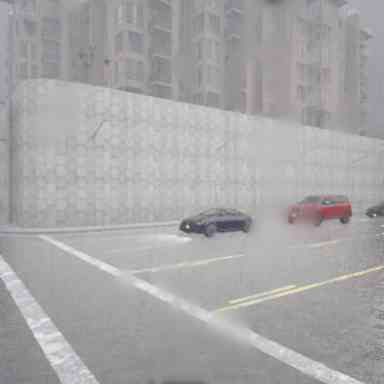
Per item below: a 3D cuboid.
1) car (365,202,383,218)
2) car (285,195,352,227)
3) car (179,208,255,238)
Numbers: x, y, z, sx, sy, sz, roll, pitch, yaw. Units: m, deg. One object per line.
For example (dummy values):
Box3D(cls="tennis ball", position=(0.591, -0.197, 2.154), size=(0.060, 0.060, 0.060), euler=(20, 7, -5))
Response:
Box3D(cls="car", position=(17.435, 1.533, 29.288), size=(5.357, 1.411, 2.033), euler=(0, 0, -35))
Box3D(cls="car", position=(8.965, 1.212, 23.264), size=(5.566, 2.045, 2.150), euler=(0, 0, -35))
Box3D(cls="car", position=(1.404, 1.559, 17.880), size=(4.181, 1.385, 1.994), euler=(0, 0, -36))
